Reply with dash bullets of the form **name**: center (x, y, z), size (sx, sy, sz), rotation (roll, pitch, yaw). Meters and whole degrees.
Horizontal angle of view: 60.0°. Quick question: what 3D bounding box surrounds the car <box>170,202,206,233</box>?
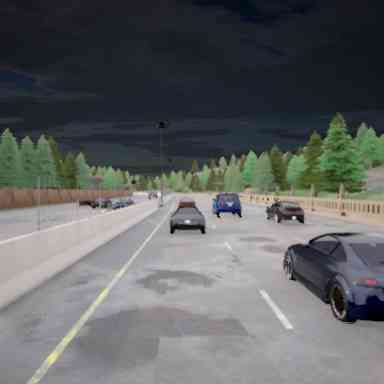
- **car**: center (-0.254, 1.514, 19.405), size (1.994, 1.385, 4.181), rotation (0, 0, -1)

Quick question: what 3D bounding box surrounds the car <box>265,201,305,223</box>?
- **car**: center (6.673, 1.441, 24.273), size (1.837, 1.490, 4.892), rotation (0, 0, -1)

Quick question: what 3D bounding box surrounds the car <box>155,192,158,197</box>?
- **car**: center (-9.341, 0.750, 80.301), size (2.150, 2.045, 5.566), rotation (0, 0, -2)

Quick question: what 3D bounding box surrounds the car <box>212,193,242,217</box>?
- **car**: center (3.087, 1.144, 29.993), size (2.150, 2.045, 5.566), rotation (0, 0, -1)

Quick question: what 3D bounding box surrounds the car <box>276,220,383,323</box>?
- **car**: center (3.429, 1.544, 7.160), size (1.994, 1.385, 4.181), rotation (0, 0, -1)

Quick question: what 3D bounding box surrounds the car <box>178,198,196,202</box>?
- **car**: center (-0.552, 1.383, 36.978), size (1.882, 1.535, 5.008), rotation (0, 0, -1)
